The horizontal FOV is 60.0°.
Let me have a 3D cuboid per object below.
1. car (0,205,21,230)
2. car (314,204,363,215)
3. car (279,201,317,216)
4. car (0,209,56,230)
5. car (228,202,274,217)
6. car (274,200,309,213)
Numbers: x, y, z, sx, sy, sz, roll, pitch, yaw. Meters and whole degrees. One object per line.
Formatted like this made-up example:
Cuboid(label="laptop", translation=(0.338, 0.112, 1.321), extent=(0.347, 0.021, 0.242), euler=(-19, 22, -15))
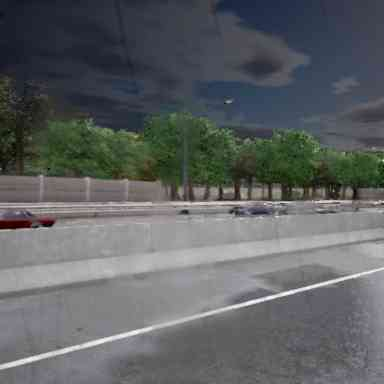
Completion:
Cuboid(label="car", translation=(-13.452, 1.550, 19.960), extent=(5.357, 1.411, 2.033), euler=(1, 0, -38))
Cuboid(label="car", translation=(11.463, 1.787, 24.977), extent=(4.181, 1.385, 1.994), euler=(1, 0, -35))
Cuboid(label="car", translation=(9.910, 1.733, 28.164), extent=(4.892, 1.490, 1.837), euler=(1, 0, -35))
Cuboid(label="car", translation=(-10.142, 1.618, 18.248), extent=(4.718, 1.301, 1.895), euler=(1, 0, -35))
Cuboid(label="car", translation=(6.278, 1.779, 34.171), extent=(5.357, 1.411, 2.033), euler=(1, 0, -35))
Cuboid(label="car", translation=(10.722, 1.613, 33.013), extent=(4.553, 1.767, 2.097), euler=(1, 0, -35))
